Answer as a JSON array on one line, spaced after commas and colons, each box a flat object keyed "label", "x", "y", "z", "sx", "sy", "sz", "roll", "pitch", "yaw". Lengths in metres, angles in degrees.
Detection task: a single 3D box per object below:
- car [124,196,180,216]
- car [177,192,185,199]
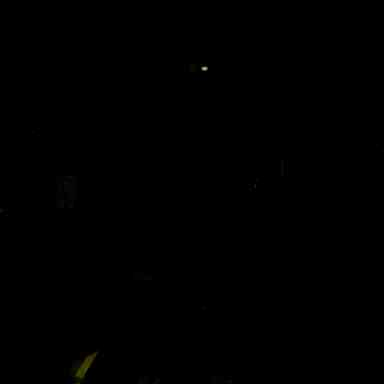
[{"label": "car", "x": -3.966, "y": 1.453, "z": 31.756, "sx": 5.008, "sy": 1.535, "sz": 1.882, "roll": 1, "pitch": 1, "yaw": 0}, {"label": "car", "x": -2.752, "y": 0.756, "z": 83.687, "sx": 2.097, "sy": 1.767, "sz": 4.553, "roll": 0, "pitch": 0, "yaw": 0}]
